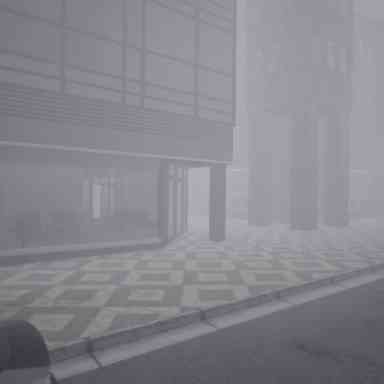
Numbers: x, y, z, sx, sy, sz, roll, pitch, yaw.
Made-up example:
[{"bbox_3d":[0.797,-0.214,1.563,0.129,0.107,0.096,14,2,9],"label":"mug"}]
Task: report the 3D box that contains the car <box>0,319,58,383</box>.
[{"bbox_3d":[-3.045,1.491,1.194,4.902,1.511,2.128,0,0,-36],"label":"car"}]
